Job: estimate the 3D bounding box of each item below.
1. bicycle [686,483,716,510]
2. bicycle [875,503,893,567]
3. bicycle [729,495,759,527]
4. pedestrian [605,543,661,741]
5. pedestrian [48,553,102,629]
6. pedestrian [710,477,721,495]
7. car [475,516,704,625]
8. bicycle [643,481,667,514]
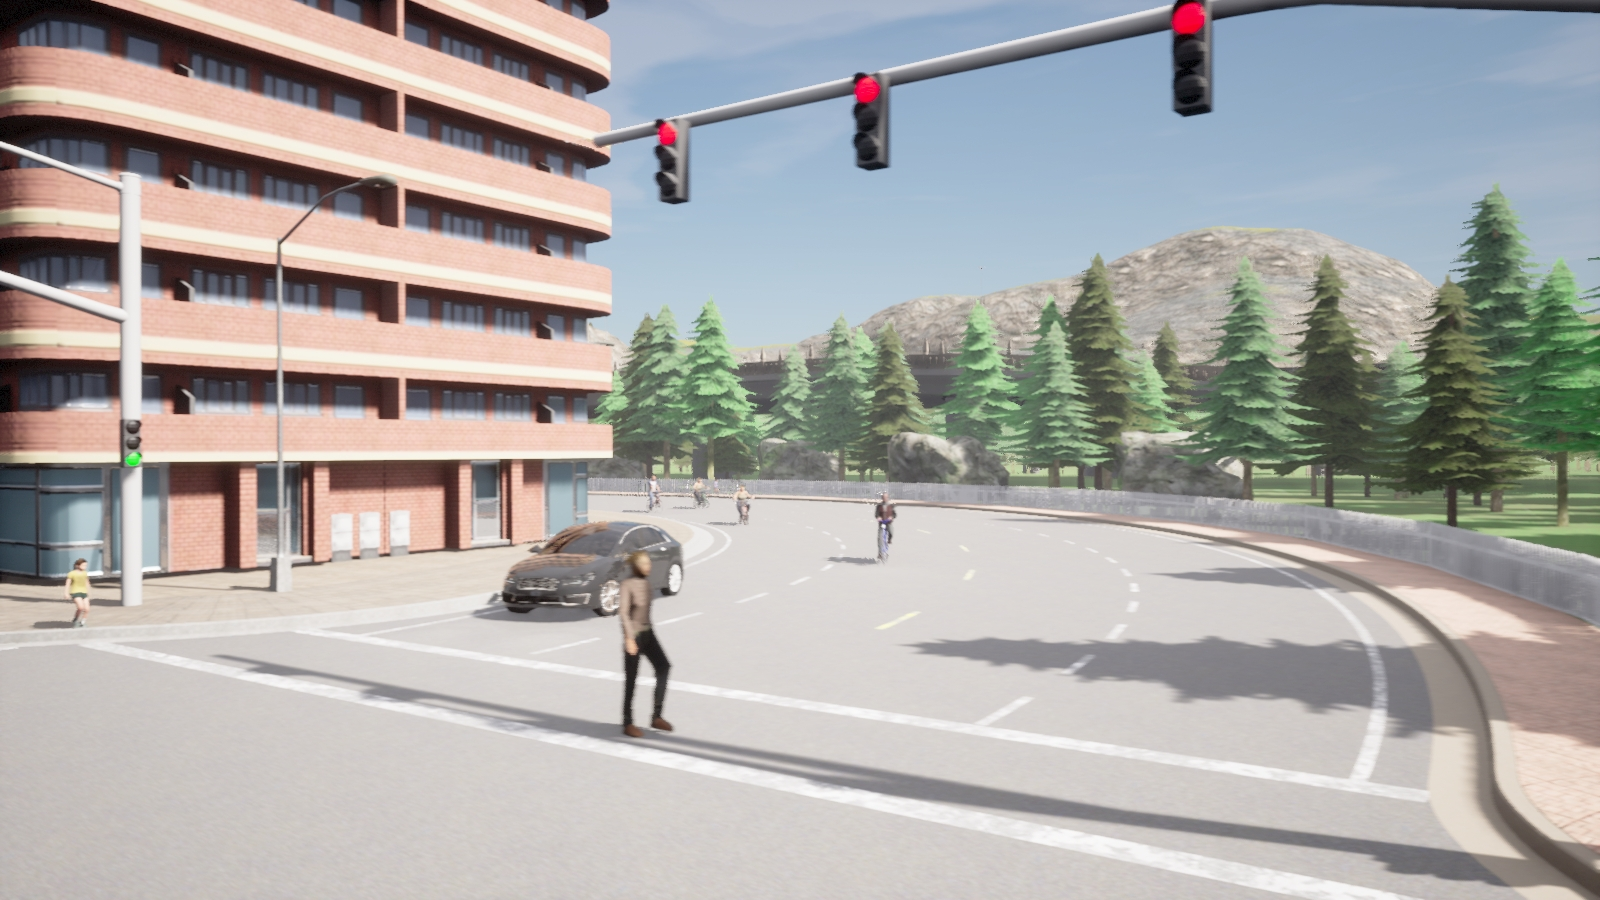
[{"bbox_3d":[-4.981,2.335,57.525,0.859,1.276,1.487,-2,1,-35],"label":"bicycle"},{"bbox_3d":[2.110,2.097,28.606,0.329,1.471,1.835,-1,0,8],"label":"bicycle"},{"bbox_3d":[-2.172,2.348,44.122,0.859,1.126,1.487,-2,0,-15],"label":"bicycle"},{"bbox_3d":[-1.635,1.857,11.196,0.375,1.860,0.375,0,0,35],"label":"pedestrian"},{"bbox_3d":[-11.215,2.166,17.674,0.500,1.100,0.500,0,0,18],"label":"pedestrian"},{"bbox_3d":[-5.382,2.308,72.823,0.500,1.100,0.500,-1,0,38],"label":"pedestrian"},{"bbox_3d":[-3.700,2.108,21.224,2.231,1.480,4.892,0,0,16],"label":"car"},{"bbox_3d":[-6.871,2.233,54.109,0.373,1.496,1.643,0,0,-34],"label":"bicycle"}]
